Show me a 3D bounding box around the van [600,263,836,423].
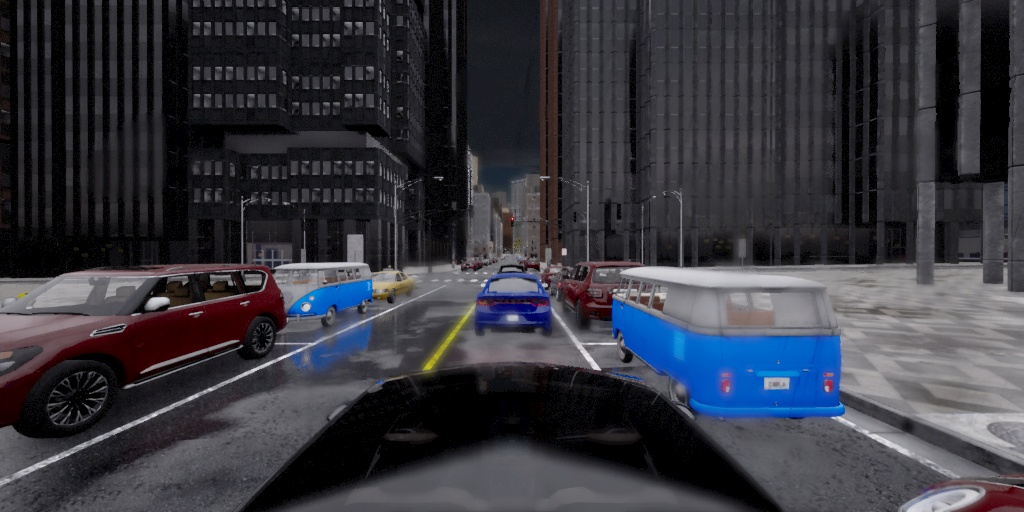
[{"bbox_3d":[2.766,1.091,5.590,1.690,1.789,3.998,0,0,0],"label":"van"}]

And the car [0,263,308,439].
[{"bbox_3d":[-5.766,1.064,5.602,2.192,1.841,5.009,0,0,0],"label":"car"}]

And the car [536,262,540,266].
[{"bbox_3d":[2.760,1.297,22.166,1.888,1.381,4.507,0,0,0],"label":"car"}]

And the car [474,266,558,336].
[{"bbox_3d":[0.057,1.228,10.403,1.882,1.535,5.008,0,0,1],"label":"car"}]

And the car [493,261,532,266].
[{"bbox_3d":[-0.002,1.257,20.774,1.837,1.490,4.892,0,0,0],"label":"car"}]

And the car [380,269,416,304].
[{"bbox_3d":[-5.765,1.276,16.481,1.751,1.417,4.829,0,0,0],"label":"car"}]

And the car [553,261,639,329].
[{"bbox_3d":[2.764,1.064,11.115,2.192,1.841,5.009,0,0,0],"label":"car"}]

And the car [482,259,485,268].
[{"bbox_3d":[-5.770,1.090,54.858,2.192,1.841,5.009,0,0,0],"label":"car"}]

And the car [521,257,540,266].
[{"bbox_3d":[2.756,1.084,49.206,2.192,1.841,5.009,0,0,0],"label":"car"}]

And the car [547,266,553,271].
[{"bbox_3d":[2.762,1.301,16.641,2.007,1.370,4.403,0,0,0],"label":"car"}]

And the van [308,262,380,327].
[{"bbox_3d":[-5.766,1.090,11.127,1.690,1.789,3.998,0,0,0],"label":"van"}]

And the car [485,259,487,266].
[{"bbox_3d":[-5.771,1.348,60.501,1.948,1.339,4.313,0,0,0],"label":"car"}]

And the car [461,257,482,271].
[{"bbox_3d":[-5.769,1.084,49.215,2.192,1.841,5.009,0,0,0],"label":"car"}]
